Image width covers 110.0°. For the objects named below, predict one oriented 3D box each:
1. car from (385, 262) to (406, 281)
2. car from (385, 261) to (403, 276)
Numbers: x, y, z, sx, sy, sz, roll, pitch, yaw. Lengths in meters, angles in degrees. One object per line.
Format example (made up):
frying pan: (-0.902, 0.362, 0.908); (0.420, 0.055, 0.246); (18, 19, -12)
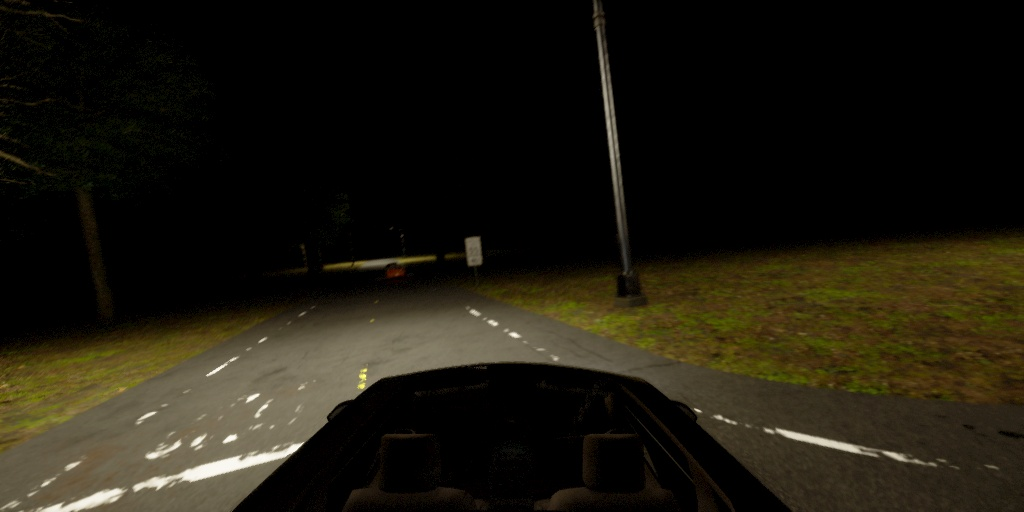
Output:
car: (-12.904, 1.786, 39.861); (1.882, 1.535, 5.008); (-7, 2, -19)
car: (-16.635, 1.684, 50.219); (2.097, 1.767, 4.553); (-7, 2, -19)
